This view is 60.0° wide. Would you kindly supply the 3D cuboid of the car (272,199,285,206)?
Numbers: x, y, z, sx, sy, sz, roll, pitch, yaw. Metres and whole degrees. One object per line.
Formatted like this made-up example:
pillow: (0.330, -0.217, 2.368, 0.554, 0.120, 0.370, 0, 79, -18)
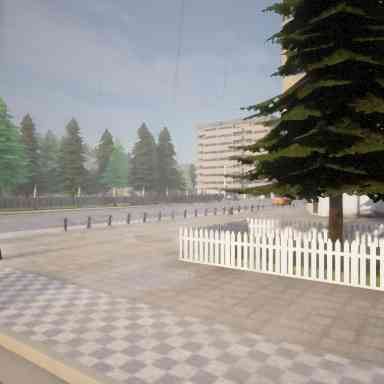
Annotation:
car: (15.370, 1.352, 56.721, 2.097, 1.767, 4.553, 0, 0, 36)
